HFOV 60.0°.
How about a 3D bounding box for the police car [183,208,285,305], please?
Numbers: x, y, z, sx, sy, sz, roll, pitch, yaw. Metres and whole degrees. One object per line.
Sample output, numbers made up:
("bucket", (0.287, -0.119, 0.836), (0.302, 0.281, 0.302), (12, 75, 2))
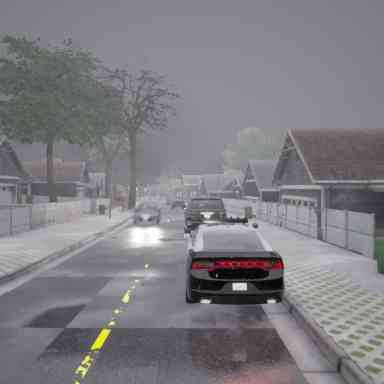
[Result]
("police car", (0.809, 1.430, 8.306), (1.930, 1.638, 5.238), (0, 0, 0))

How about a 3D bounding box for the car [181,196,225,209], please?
("car", (0.645, 1.250, 18.279), (2.150, 2.045, 5.566), (0, 0, -2))

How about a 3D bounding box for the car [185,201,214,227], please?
("car", (0.423, 1.495, 24.467), (1.801, 1.575, 5.366), (0, 0, -2))

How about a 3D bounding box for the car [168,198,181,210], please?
("car", (-1.992, 1.664, 46.824), (1.837, 1.490, 4.892), (0, 0, -5))

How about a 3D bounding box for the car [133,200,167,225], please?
("car", (-3.236, 1.534, 24.803), (2.128, 1.511, 4.902), (0, 0, -3))
